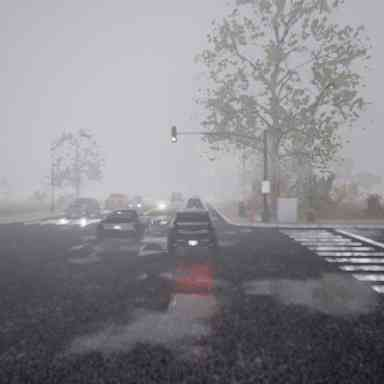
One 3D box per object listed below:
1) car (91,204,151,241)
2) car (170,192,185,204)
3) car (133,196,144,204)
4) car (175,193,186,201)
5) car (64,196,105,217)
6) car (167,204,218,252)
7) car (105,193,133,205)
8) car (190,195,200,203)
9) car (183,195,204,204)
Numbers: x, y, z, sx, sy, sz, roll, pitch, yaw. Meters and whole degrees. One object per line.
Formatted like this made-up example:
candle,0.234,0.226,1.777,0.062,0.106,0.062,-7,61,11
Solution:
car,-3.230,1.495,16.390,1.994,1.385,4.181,0,0,0
car,-2.675,1.048,60.220,2.150,2.045,5.566,0,0,1
car,-9.280,1.364,56.463,1.812,1.442,4.674,0,0,1
car,-2.499,1.040,70.577,2.097,1.767,4.553,0,0,1
car,-9.783,1.276,29.914,2.097,1.767,4.553,0,0,1
car,0.023,1.463,13.801,1.837,1.490,4.892,0,0,0
car,-9.551,1.106,42.683,2.150,2.045,5.566,0,0,1
car,0.644,1.343,62.921,1.812,1.442,4.674,0,0,1
car,0.293,1.407,37.792,1.837,1.490,4.892,0,0,1
